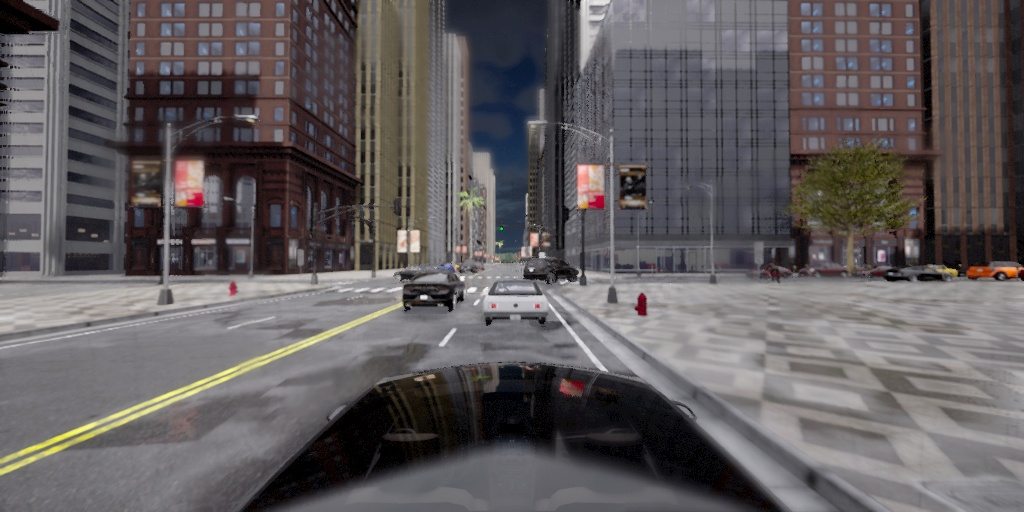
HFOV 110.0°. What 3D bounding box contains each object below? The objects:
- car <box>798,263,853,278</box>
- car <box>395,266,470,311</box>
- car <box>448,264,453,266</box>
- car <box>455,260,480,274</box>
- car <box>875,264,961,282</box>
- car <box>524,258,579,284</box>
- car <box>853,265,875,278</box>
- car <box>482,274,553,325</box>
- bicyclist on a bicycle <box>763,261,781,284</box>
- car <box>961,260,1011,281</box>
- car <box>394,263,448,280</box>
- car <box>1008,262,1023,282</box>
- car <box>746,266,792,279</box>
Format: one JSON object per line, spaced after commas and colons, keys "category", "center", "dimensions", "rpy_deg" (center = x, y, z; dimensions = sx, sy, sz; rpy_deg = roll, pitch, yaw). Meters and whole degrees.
{"category": "car", "center": [32.109, 1.484, 37.101], "dimensions": [4.097, 1.591, 1.967], "rpy_deg": [0, 0, -1]}
{"category": "car", "center": [-3.147, 1.356, 15.250], "dimensions": [1.882, 1.535, 5.008], "rpy_deg": [0, -1, 0]}
{"category": "car", "center": [-9.810, 1.853, 53.402], "dimensions": [1.882, 1.535, 5.008], "rpy_deg": [0, -1, 1]}
{"category": "car", "center": [-6.547, 1.604, 53.903], "dimensions": [2.150, 2.045, 5.566], "rpy_deg": [0, -1, 2]}
{"category": "car", "center": [32.235, 1.449, 28.577], "dimensions": [4.313, 1.339, 1.948], "rpy_deg": [0, 0, -1]}
{"category": "car", "center": [3.271, 1.218, 29.389], "dimensions": [2.150, 2.045, 5.566], "rpy_deg": [-3, -3, 41]}
{"category": "car", "center": [37.748, 1.614, 37.187], "dimensions": [4.207, 1.307, 1.802], "rpy_deg": [0, 0, -1]}
{"category": "car", "center": [0.103, 1.446, 12.204], "dimensions": [1.895, 1.301, 4.718], "rpy_deg": [0, -1, 0]}
{"category": "bicyclist on a bicycle", "center": [18.397, 1.167, 25.417], "dimensions": [0.582, 1.620, 1.656], "rpy_deg": [0, -1, -1]}
{"category": "car", "center": [43.043, 1.262, 31.377], "dimensions": [4.553, 1.767, 2.097], "rpy_deg": [0, -1, 0]}
{"category": "car", "center": [-8.152, 1.551, 30.771], "dimensions": [4.902, 1.511, 2.128], "rpy_deg": [-1, -2, 38]}
{"category": "car", "center": [43.511, 1.404, 28.751], "dimensions": [4.507, 1.381, 1.888], "rpy_deg": [0, 0, -1]}
{"category": "car", "center": [26.471, 1.642, 37.014], "dimensions": [4.207, 1.307, 1.802], "rpy_deg": [0, 0, -1]}
